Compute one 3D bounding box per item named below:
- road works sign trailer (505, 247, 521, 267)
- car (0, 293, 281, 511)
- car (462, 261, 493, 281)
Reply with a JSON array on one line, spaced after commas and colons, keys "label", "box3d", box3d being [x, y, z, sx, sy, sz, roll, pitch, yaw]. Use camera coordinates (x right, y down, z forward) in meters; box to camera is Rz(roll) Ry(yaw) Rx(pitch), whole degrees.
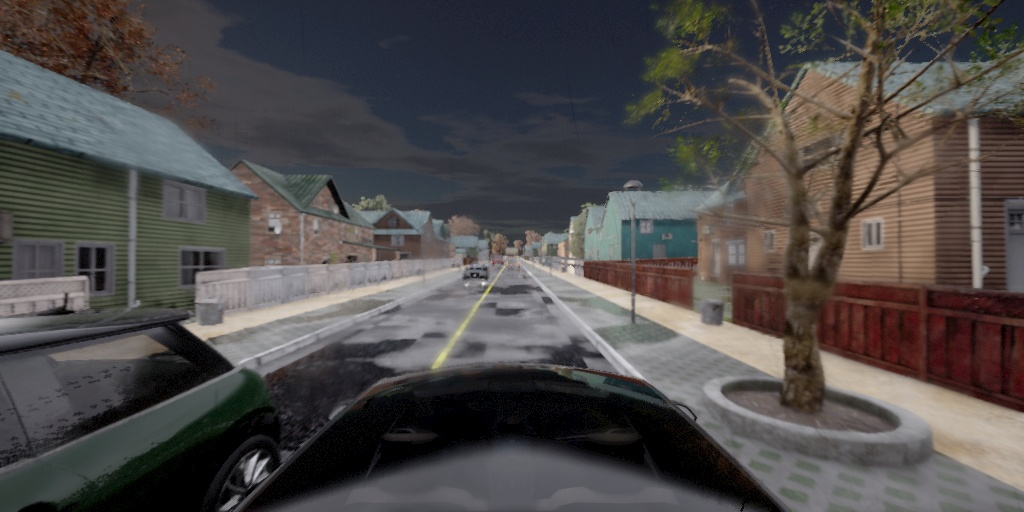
[{"label": "road works sign trailer", "box3d": [-0.009, 0.147, 62.619, 2.380, 3.560, 2.880, 0, 0, 0]}, {"label": "car", "box3d": [-2.831, 1.107, 0.846, 2.097, 1.767, 4.553, 0, 0, 0]}, {"label": "car", "box3d": [-2.849, 1.293, 29.417, 1.994, 1.385, 4.181, 0, 0, 0]}]
